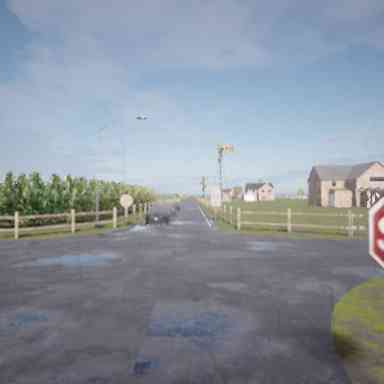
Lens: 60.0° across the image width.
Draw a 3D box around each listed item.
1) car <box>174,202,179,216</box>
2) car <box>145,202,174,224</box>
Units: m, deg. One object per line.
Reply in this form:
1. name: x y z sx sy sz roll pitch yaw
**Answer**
1. car: -2.829 2.000 38.266 1.812 1.442 4.674 0 -1 0
2. car: -2.804 1.821 28.010 1.882 1.535 5.008 0 -1 -1
